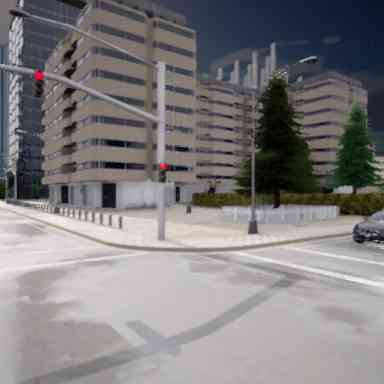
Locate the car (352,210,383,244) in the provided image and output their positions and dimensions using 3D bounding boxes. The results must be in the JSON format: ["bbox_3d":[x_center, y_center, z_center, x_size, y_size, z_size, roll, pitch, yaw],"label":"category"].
[{"bbox_3d":[9.080,1.518,14.787,4.892,1.490,1.837,0,0,-35],"label":"car"}]
